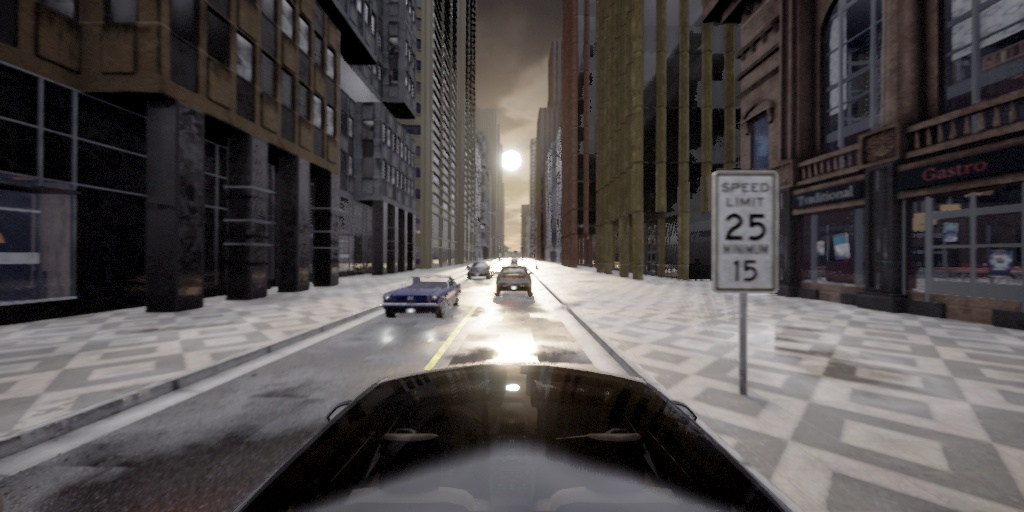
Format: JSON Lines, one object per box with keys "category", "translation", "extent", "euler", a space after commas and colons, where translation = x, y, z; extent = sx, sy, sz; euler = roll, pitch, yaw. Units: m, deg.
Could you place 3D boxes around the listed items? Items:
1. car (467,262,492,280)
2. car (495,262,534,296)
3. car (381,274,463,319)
{"category": "car", "translation": [-2.824, 1.271, 31.936], "extent": [1.812, 1.442, 4.674], "euler": [0, 0, 1]}
{"category": "car", "translation": [0.112, 1.264, 19.622], "extent": [1.837, 1.490, 4.892], "euler": [0, 0, 0]}
{"category": "car", "translation": [-3.033, 1.342, 12.963], "extent": [1.895, 1.301, 4.718], "euler": [0, 0, 0]}
